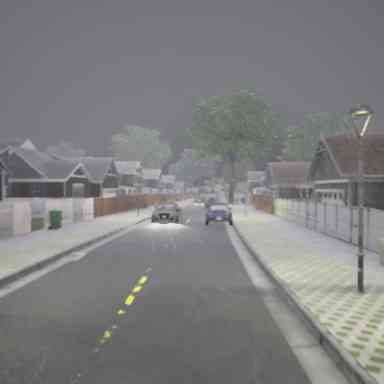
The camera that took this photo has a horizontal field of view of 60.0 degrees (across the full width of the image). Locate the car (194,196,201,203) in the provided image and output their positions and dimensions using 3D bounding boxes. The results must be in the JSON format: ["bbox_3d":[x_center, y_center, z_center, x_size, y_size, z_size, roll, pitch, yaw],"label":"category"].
[{"bbox_3d":[1.512,1.452,65.613,2.128,1.511,4.902,0,0,5],"label":"car"}]

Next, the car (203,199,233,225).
[{"bbox_3d":[1.871,1.490,23.323,1.812,1.442,4.674,0,0,4],"label":"car"}]

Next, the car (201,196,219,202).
[{"bbox_3d":[2.651,1.477,46.403,1.812,1.442,4.674,0,0,6],"label":"car"}]

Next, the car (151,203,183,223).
[{"bbox_3d":[-1.795,1.519,25.116,1.994,1.385,4.181,0,0,4],"label":"car"}]

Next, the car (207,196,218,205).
[{"bbox_3d":[3.547,1.481,56.673,1.812,1.442,4.674,0,0,5],"label":"car"}]
